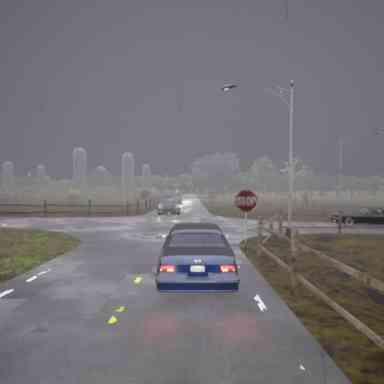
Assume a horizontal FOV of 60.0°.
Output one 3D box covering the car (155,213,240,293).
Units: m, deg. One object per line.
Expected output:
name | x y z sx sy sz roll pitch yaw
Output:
car | 0.103 1.542 8.988 2.033 1.411 5.357 0 0 0

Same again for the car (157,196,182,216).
car | -2.304 1.325 32.035 2.097 1.767 4.553 0 0 -7

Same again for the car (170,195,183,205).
car | -2.795 1.414 60.199 2.128 1.511 4.902 0 0 0

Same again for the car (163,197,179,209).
car | -2.842 1.429 45.981 1.882 1.535 5.008 0 0 0

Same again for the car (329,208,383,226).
car | 12.743 1.841 24.588 4.718 1.301 1.895 1 1 0
